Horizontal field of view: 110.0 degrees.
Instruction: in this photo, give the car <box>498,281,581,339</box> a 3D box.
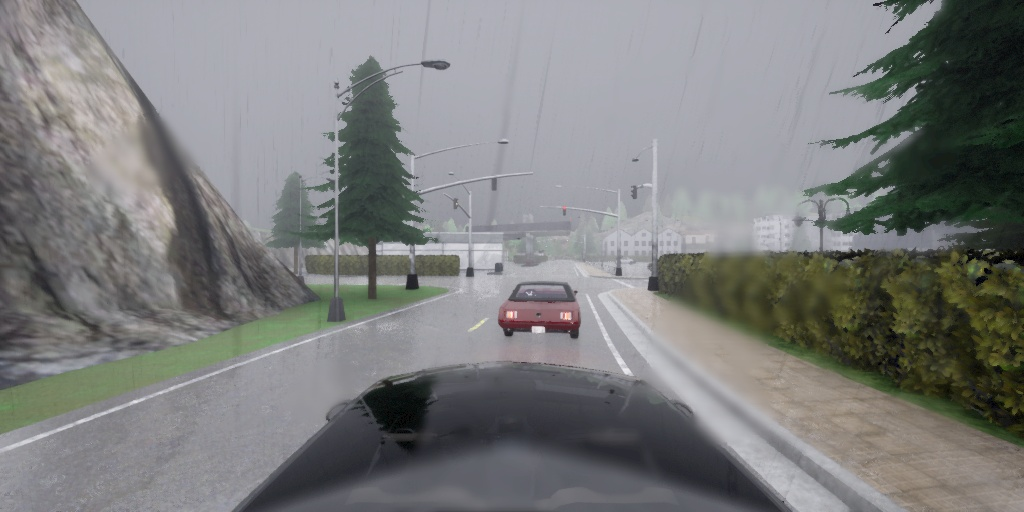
[{"bbox_3d":[0.921,1.351,10.183,1.895,1.301,4.718,0,0,8],"label":"car"}]
